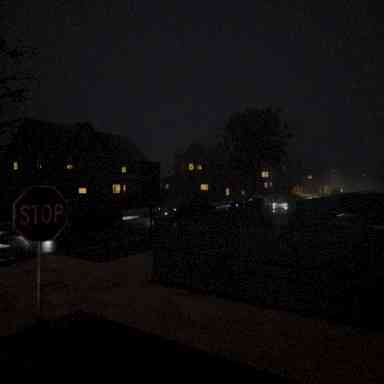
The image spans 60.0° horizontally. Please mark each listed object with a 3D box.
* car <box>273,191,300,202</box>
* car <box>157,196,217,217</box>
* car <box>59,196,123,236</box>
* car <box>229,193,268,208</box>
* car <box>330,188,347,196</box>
[{"bbox_3d":[11.657,0.576,40.989,1.895,1.301,4.718,1,2,36],"label":"car"},{"bbox_3d":[-0.205,1.001,24.328,2.033,1.411,5.357,1,2,35],"label":"car"},{"bbox_3d":[-5.658,1.030,16.568,2.097,1.767,4.553,1,2,34],"label":"car"},{"bbox_3d":[5.659,0.763,32.587,2.033,1.411,5.357,1,2,36],"label":"car"},{"bbox_3d":[22.880,0.169,51.800,1.837,1.490,4.892,1,2,36],"label":"car"}]
